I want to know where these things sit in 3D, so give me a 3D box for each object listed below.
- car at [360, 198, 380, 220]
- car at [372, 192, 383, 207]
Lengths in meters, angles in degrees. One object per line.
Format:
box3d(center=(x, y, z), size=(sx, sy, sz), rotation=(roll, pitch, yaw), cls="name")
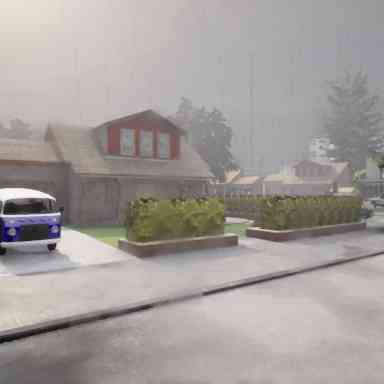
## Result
box3d(center=(12.359, 1.476, 27.652), size=(1.882, 1.535, 5.008), rotation=(0, 0, -35), cls="car")
box3d(center=(22.966, 0.984, 40.708), size=(3.866, 1.878, 1.905), rotation=(0, 0, -1), cls="car")
